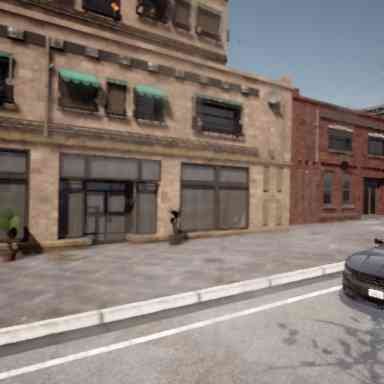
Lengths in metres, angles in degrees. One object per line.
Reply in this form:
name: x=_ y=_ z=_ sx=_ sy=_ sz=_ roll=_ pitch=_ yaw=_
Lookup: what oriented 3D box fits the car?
car: x=5.225 y=1.428 z=6.992 sx=5.008 sy=1.535 sz=1.882 roll=-1 pitch=1 yaw=-33
